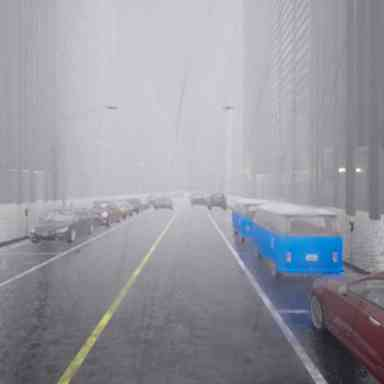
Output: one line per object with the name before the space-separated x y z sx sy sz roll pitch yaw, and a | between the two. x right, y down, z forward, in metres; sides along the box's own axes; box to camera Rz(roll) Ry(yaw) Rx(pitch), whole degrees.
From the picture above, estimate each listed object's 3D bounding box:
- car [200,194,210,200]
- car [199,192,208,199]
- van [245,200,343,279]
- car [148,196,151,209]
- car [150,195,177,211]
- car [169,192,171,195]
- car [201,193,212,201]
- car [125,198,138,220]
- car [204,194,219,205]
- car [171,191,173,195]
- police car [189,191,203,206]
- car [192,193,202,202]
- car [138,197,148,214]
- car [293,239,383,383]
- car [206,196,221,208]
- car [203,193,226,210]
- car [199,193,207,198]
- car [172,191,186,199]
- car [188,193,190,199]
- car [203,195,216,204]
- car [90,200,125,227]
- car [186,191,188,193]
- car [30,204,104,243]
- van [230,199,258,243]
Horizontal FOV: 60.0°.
car | 2.809 1.067 71.991 1.947 1.339 4.313 0 0 0
car | 2.817 0.869 83.344 1.967 1.590 4.097 0 0 0
van | 2.769 1.272 9.537 1.690 1.788 3.998 0 0 0
car | -5.737 1.255 37.756 1.752 1.417 4.829 0 0 0
car | -3.070 1.302 36.672 1.994 1.385 4.181 0 0 0
car | -5.719 1.103 66.314 1.947 1.339 4.313 0 0 0
car | 2.806 0.978 66.312 1.967 1.590 4.097 0 0 0
car | -5.745 1.336 26.402 1.752 1.417 4.829 0 0 0
car | 2.795 1.090 49.280 1.967 1.590 4.097 0 0 0
car | -5.701 0.797 94.699 1.967 1.590 4.097 0 0 0
police car | 0.931 1.097 46.242 1.930 1.638 5.238 0 0 0
car | 0.941 1.019 62.323 1.801 1.575 5.366 0 0 0
car | -5.741 1.335 32.250 1.947 1.339 4.313 0 0 0
car | 2.766 1.554 3.861 1.802 1.307 4.206 0 0 0
car | 2.791 1.213 43.773 1.752 1.417 4.829 0 0 0
car | 2.788 1.044 37.923 2.192 1.841 5.009 0 0 0
car | 2.820 0.959 89.023 1.947 1.339 4.313 0 0 0
car | -2.949 0.819 78.271 1.994 1.385 4.181 0 0 0
car | 0.803 0.956 56.087 2.097 1.767 4.553 0 0 -1
car | 2.798 1.157 54.958 1.887 1.381 4.507 0 0 0
car | -5.748 1.290 20.895 1.967 1.590 4.097 0 0 0
car | 0.053 0.899 80.868 2.128 1.511 4.902 0 0 0
car | -5.752 1.441 15.218 2.008 1.369 4.403 0 0 0
van | 2.773 1.232 15.214 1.690 1.788 3.998 0 0 0
